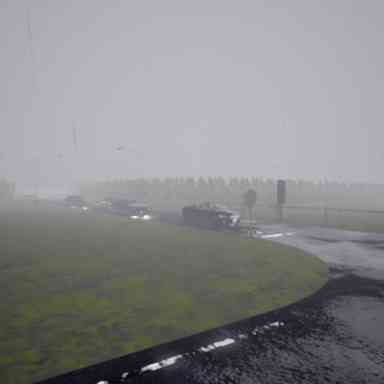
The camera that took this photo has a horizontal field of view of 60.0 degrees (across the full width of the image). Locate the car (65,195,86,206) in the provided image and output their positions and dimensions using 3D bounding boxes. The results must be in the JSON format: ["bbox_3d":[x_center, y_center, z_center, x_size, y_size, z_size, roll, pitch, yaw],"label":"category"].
[{"bbox_3d":[-16.612,1.177,47.206,1.882,1.535,5.008,0,0,-35],"label":"car"}]

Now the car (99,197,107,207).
[{"bbox_3d":[-10.511,1.301,43.573,2.033,1.411,5.357,0,0,-35],"label":"car"}]

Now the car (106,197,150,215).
[{"bbox_3d":[-6.038,1.389,32.103,2.033,1.411,5.357,0,0,-35],"label":"car"}]

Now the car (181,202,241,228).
[{"bbox_3d":[1.147,1.430,21.919,2.128,1.511,4.902,0,0,-35],"label":"car"}]
